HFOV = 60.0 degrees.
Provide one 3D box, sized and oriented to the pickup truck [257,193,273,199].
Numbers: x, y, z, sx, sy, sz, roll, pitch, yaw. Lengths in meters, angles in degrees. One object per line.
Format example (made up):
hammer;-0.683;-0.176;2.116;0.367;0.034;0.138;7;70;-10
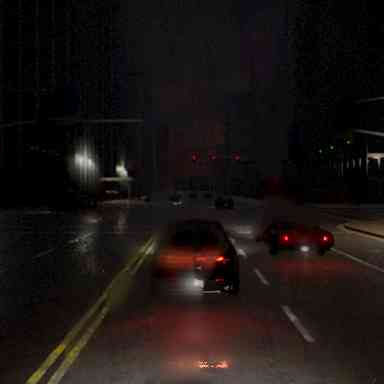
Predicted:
pickup truck;16.889;0.499;75.883;2.390;2.098;6.274;0;0;31

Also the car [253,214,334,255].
car;3.625;1.505;12.843;1.895;1.301;4.718;0;0;0

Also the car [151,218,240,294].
car;0.088;1.441;8.588;1.837;1.490;4.892;0;0;1

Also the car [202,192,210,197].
car;3.820;0.683;90.485;1.812;1.442;4.674;0;0;0

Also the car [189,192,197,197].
car;0.320;0.712;90.498;1.994;1.385;4.181;0;0;0

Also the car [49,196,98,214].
car;-11.323;1.120;31.651;4.553;1.767;2.097;0;1;20

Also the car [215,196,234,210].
car;3.733;1.191;38.821;1.882;1.535;5.008;0;0;0

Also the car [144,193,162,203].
car;-6.867;0.933;56.967;2.097;1.767;4.553;0;0;1

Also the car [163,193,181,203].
car;-3.367;1.147;56.832;1.994;1.385;4.181;0;0;1

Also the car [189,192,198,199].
car;0.283;0.898;80.115;1.837;1.490;4.892;0;0;0

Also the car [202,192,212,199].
car;3.784;0.949;80.501;1.994;1.385;4.181;0;0;0
